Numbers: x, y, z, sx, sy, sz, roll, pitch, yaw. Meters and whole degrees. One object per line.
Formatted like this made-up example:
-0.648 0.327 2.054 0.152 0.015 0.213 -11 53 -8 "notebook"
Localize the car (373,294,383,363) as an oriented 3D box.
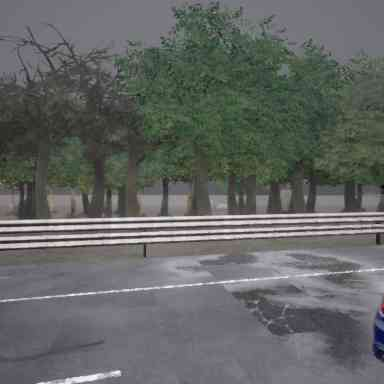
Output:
4.505 1.352 3.776 4.553 1.767 2.097 0 0 -17 "car"
